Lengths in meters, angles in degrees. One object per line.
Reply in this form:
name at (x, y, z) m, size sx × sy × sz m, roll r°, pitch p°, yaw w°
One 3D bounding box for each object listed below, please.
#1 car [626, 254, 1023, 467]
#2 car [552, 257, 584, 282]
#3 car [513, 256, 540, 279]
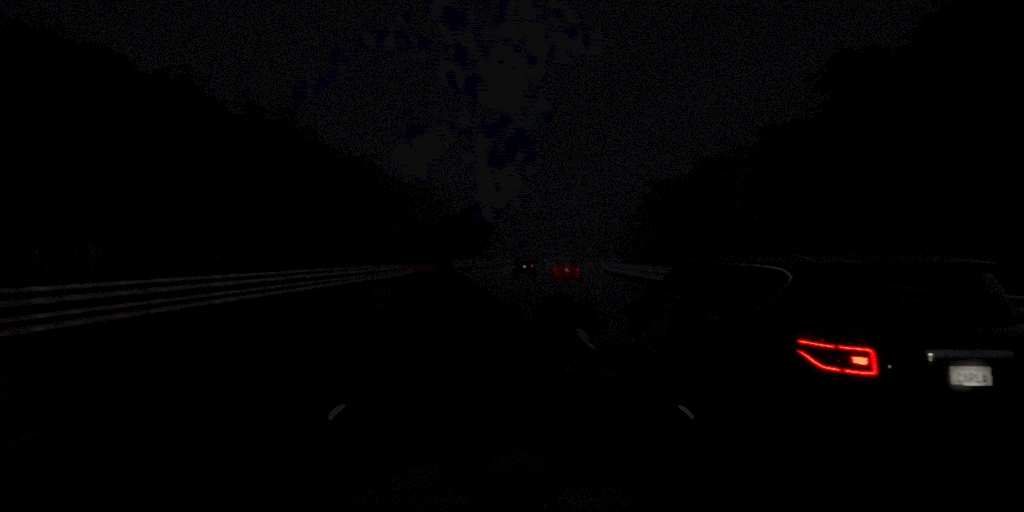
car at (3.495, 0.994, 5.375) m, size 2.150 × 2.045 × 5.566 m, roll 0°, pitch 0°, yaw 1°
car at (4.486, 1.159, 29.933) m, size 2.097 × 1.767 × 4.553 m, roll 0°, pitch 0°, yaw 4°
car at (1.270, 1.018, 33.483) m, size 2.150 × 2.045 × 5.566 m, roll 0°, pitch 0°, yaw 4°
